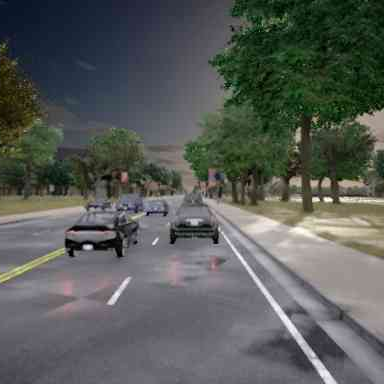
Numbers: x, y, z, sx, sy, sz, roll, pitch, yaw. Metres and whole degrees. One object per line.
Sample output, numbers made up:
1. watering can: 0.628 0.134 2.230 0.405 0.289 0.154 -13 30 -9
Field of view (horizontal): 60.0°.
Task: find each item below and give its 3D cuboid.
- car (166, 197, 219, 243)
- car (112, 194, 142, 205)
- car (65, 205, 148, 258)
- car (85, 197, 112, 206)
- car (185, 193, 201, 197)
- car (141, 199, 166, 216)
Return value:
1. car: 0.106 1.301 15.826 2.097 1.767 4.553 0 0 0
2. car: -6.484 1.225 35.188 2.150 2.045 5.566 0 0 0
3. car: -3.143 1.449 12.477 2.128 1.511 4.902 0 0 0
4. car: -9.734 1.258 35.219 2.033 1.411 5.357 0 0 0
5. car: 0.117 1.135 37.969 2.150 2.045 5.566 0 0 0
6. car: -3.136 1.465 31.127 2.033 1.411 5.357 0 0 0
